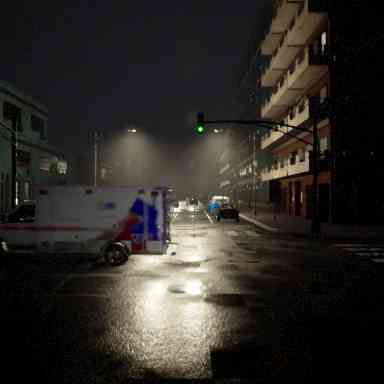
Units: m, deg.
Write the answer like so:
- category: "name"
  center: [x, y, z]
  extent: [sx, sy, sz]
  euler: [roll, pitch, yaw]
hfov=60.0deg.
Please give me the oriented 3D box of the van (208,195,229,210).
- category: "van"
  center: [2.692, 1.333, 31.865]
  extent: [1.690, 1.788, 3.998]
  euler: [1, 0, 0]

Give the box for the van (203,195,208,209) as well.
- category: "van"
  center: [2.688, 1.327, 43.028]
  extent: [1.690, 1.788, 3.998]
  euler: [1, 0, 0]

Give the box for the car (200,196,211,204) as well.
- category: "car"
  center: [2.677, 1.530, 65.351]
  extent: [1.947, 1.339, 4.313]
  euler: [1, 0, 0]

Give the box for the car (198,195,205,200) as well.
- category: "car"
  center: [2.666, 1.471, 93.255]
  extent: [2.008, 1.369, 4.403]
  euler: [1, 0, 0]

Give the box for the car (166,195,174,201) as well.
- category: "car"
  center: [-5.712, 1.496, 87.629]
  extent: [1.947, 1.339, 4.313]
  euler: [1, 0, 0]

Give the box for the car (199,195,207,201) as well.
- category: "car"
  center: [2.671, 1.484, 82.094]
  extent: [1.887, 1.381, 4.507]
  euler: [1, 0, 0]

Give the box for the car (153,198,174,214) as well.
- category: "car"
  center: [-3.099, 1.495, 36.822]
  extent: [1.837, 1.490, 4.892]
  euler: [0, 0, 0]

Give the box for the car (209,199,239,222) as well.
- category: "car"
  center: [2.692, 1.546, 26.286]
  extent: [2.008, 1.369, 4.403]
  euler: [1, 0, 0]

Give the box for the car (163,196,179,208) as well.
- category: "car"
  center: [-3.100, 1.469, 49.797]
  extent: [2.128, 1.511, 4.902]
  euler: [0, 0, 0]

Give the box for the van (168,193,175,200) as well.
- category: "van"
  center: [-5.710, 1.262, 93.210]
  extent: [1.690, 1.788, 3.998]
  euler: [1, 0, 0]

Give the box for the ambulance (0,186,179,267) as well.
- category: "ambulance"
  center: [-3.654, 1.030, 11.031]
  extent: [6.366, 2.431, 2.351]
  euler: [0, 0, 1]

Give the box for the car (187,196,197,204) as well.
- category: "car"
  center: [-0.027, 1.510, 66.193]
  extent: [2.033, 1.411, 5.357]
  euler: [0, 0, 0]

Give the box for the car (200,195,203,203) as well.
- category: "car"
  center: [2.681, 1.502, 54.359]
  extent: [1.752, 1.417, 4.829]
  euler: [1, 0, 0]

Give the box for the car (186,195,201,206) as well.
- category: "car"
  center: [-0.022, 1.522, 55.770]
  extent: [2.033, 1.411, 5.357]
  euler: [0, 0, 0]

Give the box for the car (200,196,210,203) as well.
- category: "car"
  center: [2.675, 1.522, 70.932]
  extent: [1.947, 1.339, 4.313]
  euler: [1, 0, 0]
